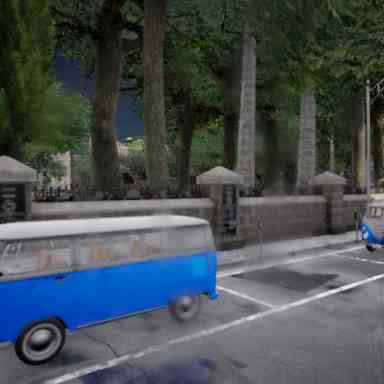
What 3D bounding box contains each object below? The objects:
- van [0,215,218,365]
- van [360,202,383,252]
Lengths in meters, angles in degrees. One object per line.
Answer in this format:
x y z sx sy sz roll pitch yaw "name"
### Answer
-1.437 1.327 5.514 3.998 1.788 1.690 -1 0 -36 "van"
7.762 1.237 12.104 3.998 1.788 1.690 -1 0 -36 "van"
